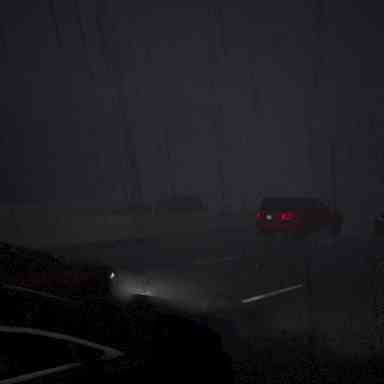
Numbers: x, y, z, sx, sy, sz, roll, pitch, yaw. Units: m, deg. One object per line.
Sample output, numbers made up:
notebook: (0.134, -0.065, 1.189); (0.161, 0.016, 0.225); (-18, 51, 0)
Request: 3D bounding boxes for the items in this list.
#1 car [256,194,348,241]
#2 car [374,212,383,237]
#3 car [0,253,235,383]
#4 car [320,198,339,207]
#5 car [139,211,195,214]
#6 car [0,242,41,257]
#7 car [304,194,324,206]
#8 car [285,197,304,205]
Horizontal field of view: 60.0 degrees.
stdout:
car: (5.644, 1.279, 17.261); (5.566, 2.045, 2.150); (0, 0, -40)
car: (11.369, 1.557, 17.638); (4.902, 1.511, 2.128); (0, 0, -42)
car: (-1.819, 1.497, 2.563); (4.902, 1.511, 2.128); (0, 0, -36)
car: (23.771, 1.797, 57.270); (1.895, 1.301, 4.718); (0, 0, 37)
car: (-1.447, 1.295, 25.257); (5.566, 2.045, 2.150); (0, 0, -40)
car: (-3.358, 1.578, 5.764); (4.181, 1.385, 1.994); (0, 0, -36)
car: (22.779, 1.430, 61.839); (2.150, 2.045, 5.566); (0, 0, 36)
car: (19.566, 1.711, 63.349); (2.128, 1.511, 4.902); (0, 0, 36)
